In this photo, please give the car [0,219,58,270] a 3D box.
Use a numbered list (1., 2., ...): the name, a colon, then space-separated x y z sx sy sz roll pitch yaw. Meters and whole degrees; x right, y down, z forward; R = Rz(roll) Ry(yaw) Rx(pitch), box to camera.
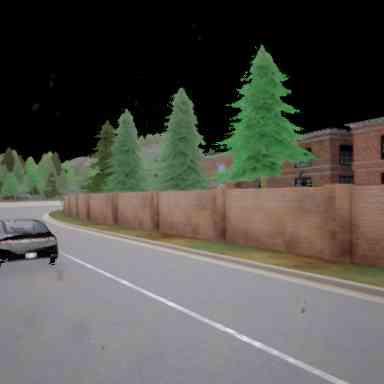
1. car: -6.179 1.691 11.761 2.128 1.511 4.902 0 -1 -36
